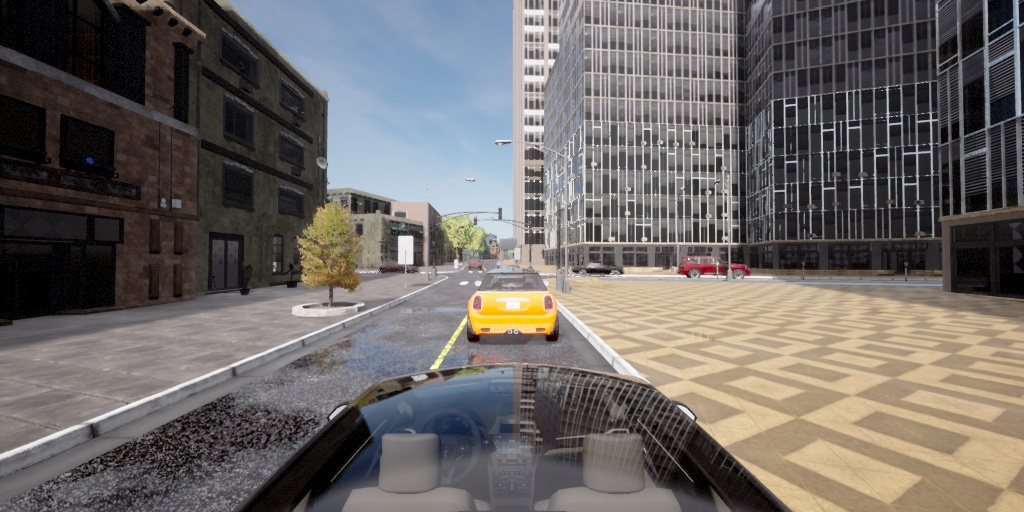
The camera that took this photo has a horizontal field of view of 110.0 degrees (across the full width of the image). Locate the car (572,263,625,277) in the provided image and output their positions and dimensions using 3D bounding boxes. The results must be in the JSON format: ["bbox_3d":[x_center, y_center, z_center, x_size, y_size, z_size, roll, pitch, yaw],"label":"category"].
[{"bbox_3d":[8.094,1.297,33.437,4.718,1.301,1.895,0,-1,18],"label":"car"}]

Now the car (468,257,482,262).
[{"bbox_3d":[-5.478,1.240,53.338,1.882,1.535,5.008,0,0,-6],"label":"car"}]

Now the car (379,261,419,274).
[{"bbox_3d":[-12.634,1.294,40.128,4.674,1.442,1.812,0,-1,19],"label":"car"}]

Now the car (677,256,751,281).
[{"bbox_3d":[15.744,0.938,28.234,5.009,1.841,2.192,0,0,18],"label":"car"}]

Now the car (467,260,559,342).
[{"bbox_3d":[0.004,1.105,9.980,2.097,1.767,4.553,0,0,0],"label":"car"}]
